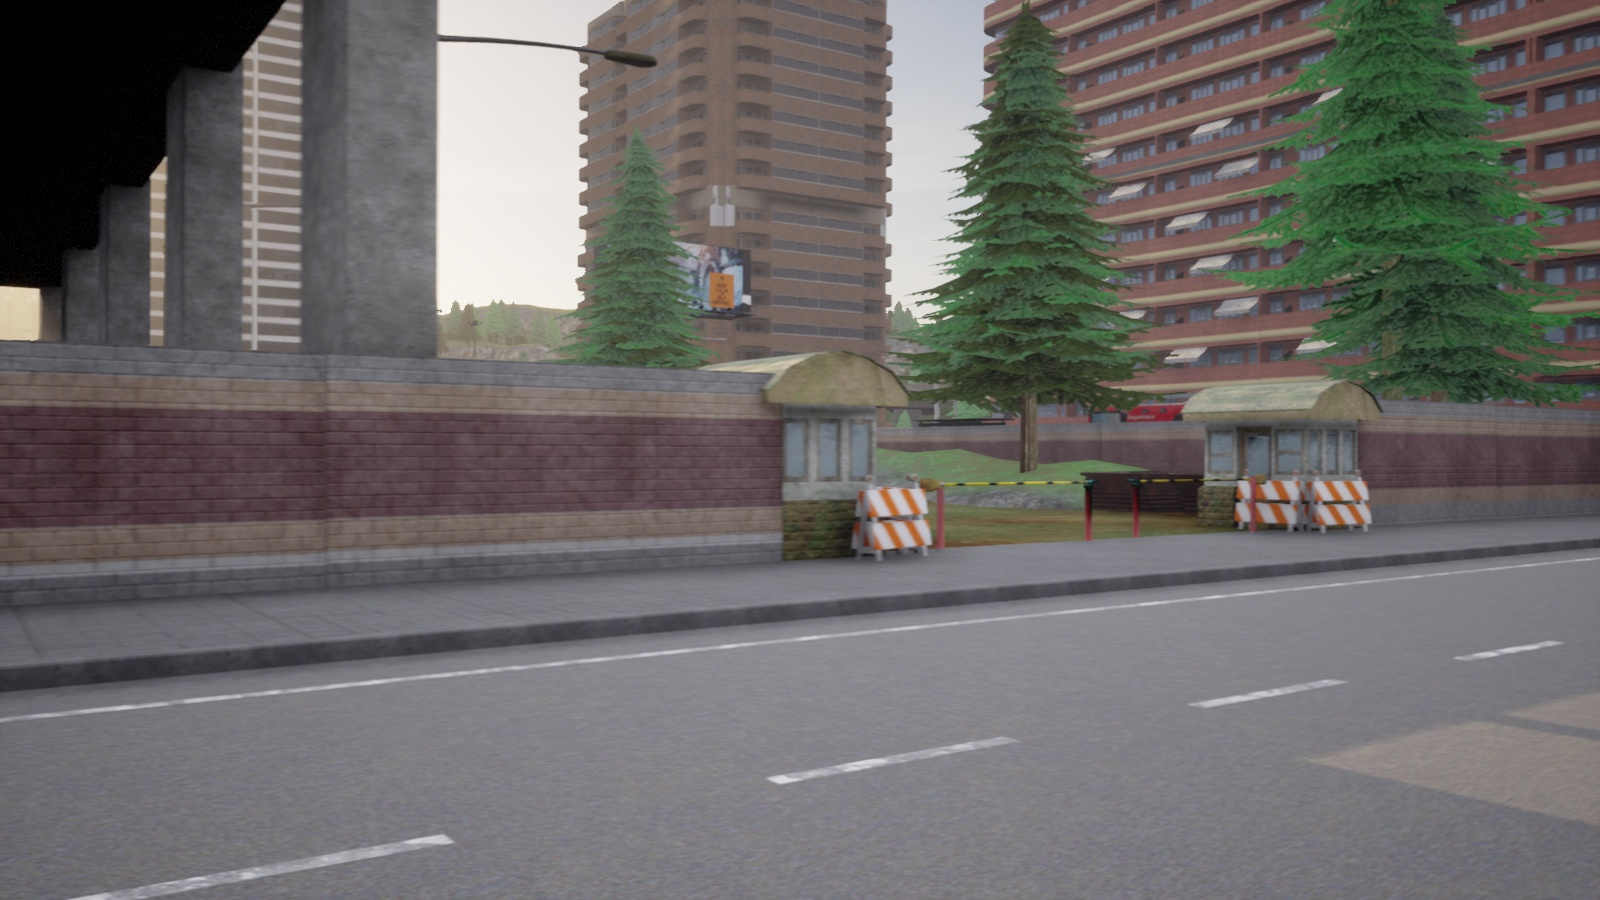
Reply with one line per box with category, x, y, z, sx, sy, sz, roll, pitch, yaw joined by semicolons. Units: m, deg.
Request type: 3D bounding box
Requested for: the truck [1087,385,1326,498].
truck;14.874;-0.283;46.771;2.891;3.827;8.468;0;0;-34
